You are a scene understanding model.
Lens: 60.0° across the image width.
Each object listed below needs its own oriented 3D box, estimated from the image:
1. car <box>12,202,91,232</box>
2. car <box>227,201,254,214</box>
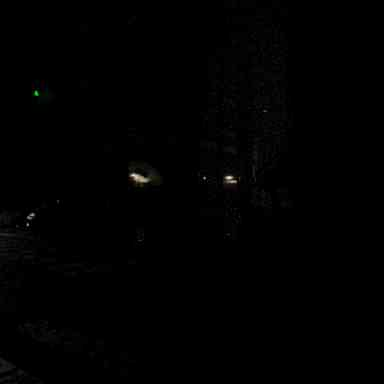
[{"bbox_3d":[-8.719,1.415,20.916,2.097,1.767,4.553,0,-1,35],"label":"car"},{"bbox_3d":[6.150,1.875,41.983,1.837,1.490,4.892,0,0,35],"label":"car"}]
